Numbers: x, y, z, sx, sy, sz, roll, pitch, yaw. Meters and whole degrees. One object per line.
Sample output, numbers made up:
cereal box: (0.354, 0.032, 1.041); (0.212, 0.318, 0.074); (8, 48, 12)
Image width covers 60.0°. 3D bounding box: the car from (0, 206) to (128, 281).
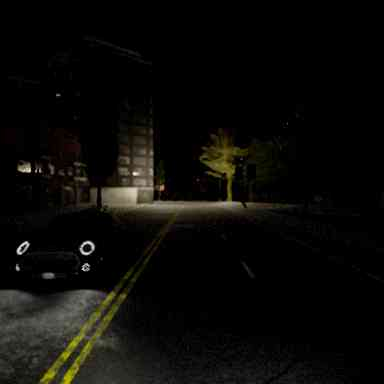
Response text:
car: (-3.348, 1.369, 10.011); (2.097, 1.767, 4.553); (0, 0, 0)
